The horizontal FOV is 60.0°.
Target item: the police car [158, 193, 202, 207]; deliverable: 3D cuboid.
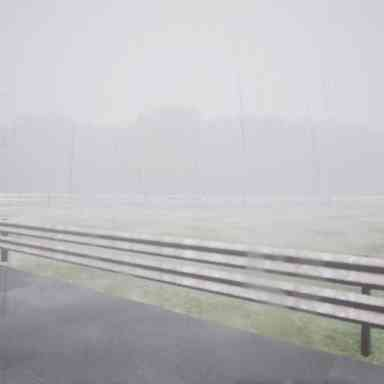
[{"bbox_3d":[-1.315,0.902,38.886,5.238,1.638,1.930,0,0,-4],"label":"police car"}]
